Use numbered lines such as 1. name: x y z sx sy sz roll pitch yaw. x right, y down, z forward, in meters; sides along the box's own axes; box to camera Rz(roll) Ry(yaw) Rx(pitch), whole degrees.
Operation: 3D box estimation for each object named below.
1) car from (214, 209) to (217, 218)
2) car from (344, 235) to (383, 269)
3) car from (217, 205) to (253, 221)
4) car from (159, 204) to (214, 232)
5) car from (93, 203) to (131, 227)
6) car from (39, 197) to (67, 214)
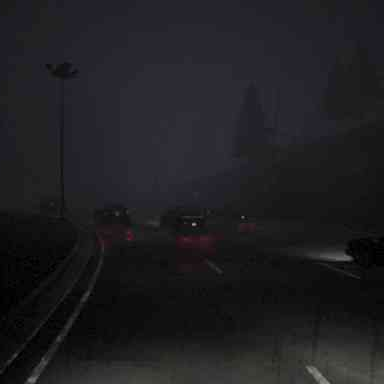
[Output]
1. car: -0.296 1.785 29.268 2.033 1.411 5.357 0 -1 -27
2. car: 6.288 1.594 8.592 2.033 1.411 5.357 0 0 -9
3. car: 3.300 1.829 29.770 1.895 1.301 4.718 0 -1 -26
4. car: -0.740 1.667 21.409 2.128 1.511 4.902 0 -1 -20
5. car: -6.105 1.577 25.038 2.097 1.767 4.553 0 -1 -25
6. car: -17.559 1.628 41.941 2.150 2.045 5.566 0 0 -39
